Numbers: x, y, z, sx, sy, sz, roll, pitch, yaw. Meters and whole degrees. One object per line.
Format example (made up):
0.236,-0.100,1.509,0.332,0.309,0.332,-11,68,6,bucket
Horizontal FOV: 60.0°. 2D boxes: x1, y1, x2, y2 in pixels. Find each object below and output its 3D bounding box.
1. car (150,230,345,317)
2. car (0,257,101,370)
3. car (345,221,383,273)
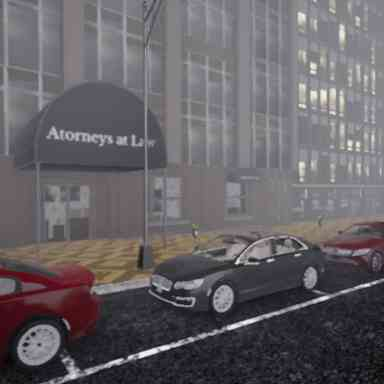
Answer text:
1.179,1.573,7.412,4.403,1.369,2.008,0,-1,-36,car
-3.447,1.542,4.110,4.507,1.381,1.887,0,-1,-36,car
5.806,1.628,10.712,4.206,1.307,1.802,0,-1,-35,car
